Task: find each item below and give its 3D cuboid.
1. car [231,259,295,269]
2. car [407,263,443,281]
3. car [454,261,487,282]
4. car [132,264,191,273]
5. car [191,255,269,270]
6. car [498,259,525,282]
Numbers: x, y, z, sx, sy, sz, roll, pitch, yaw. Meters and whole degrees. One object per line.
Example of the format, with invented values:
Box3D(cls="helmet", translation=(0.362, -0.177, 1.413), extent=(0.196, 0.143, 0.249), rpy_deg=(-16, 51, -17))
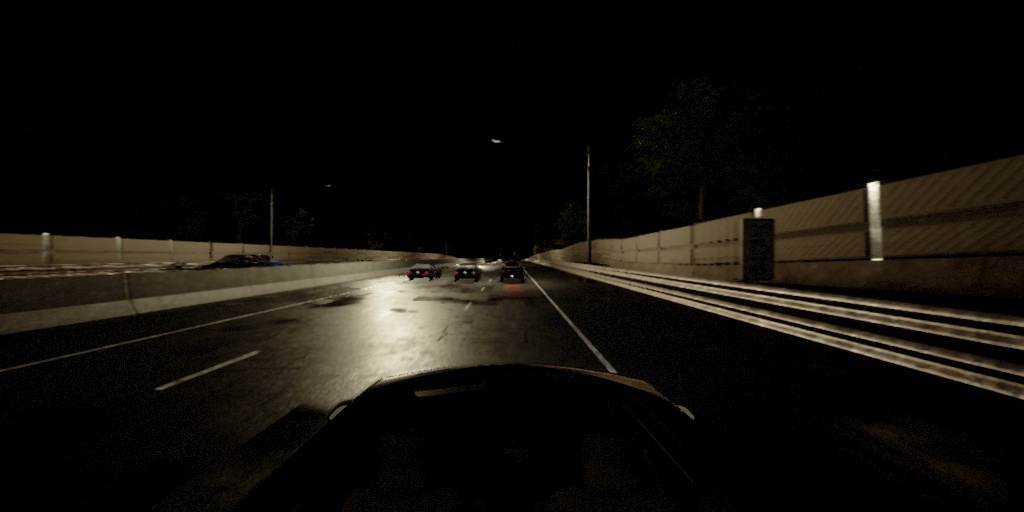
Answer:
Box3D(cls="car", translation=(-17.544, 1.168, 26.319), extent=(1.882, 1.535, 5.008), rpy_deg=(0, 0, 1))
Box3D(cls="car", translation=(-6.992, 1.272, 29.147), extent=(2.033, 1.411, 5.357), rpy_deg=(0, 0, 0))
Box3D(cls="car", translation=(-3.490, 1.284, 29.146), extent=(2.033, 1.411, 5.357), rpy_deg=(0, 0, 0))
Box3D(cls="car", translation=(-24.528, 1.268, 26.125), extent=(1.895, 1.301, 4.718), rpy_deg=(0, 0, 1))
Box3D(cls="car", translation=(-21.019, 0.903, 27.648), extent=(2.150, 2.045, 5.566), rpy_deg=(0, 0, 1))
Box3D(cls="car", translation=(0.012, 1.255, 29.169), extent=(1.837, 1.490, 4.892), rpy_deg=(0, 0, 0))
